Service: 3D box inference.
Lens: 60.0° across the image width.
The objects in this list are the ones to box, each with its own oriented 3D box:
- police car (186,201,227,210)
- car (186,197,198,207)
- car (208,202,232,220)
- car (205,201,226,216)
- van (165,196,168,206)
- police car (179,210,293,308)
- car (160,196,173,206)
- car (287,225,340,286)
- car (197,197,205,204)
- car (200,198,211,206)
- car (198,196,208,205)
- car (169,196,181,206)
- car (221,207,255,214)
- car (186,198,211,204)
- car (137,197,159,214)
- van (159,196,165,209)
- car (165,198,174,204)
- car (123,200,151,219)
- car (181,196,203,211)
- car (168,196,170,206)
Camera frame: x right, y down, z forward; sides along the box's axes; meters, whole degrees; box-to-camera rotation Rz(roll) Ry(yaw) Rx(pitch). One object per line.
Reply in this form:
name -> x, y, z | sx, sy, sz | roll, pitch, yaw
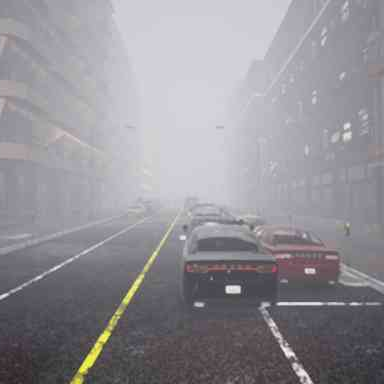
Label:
police car -> 0.805, 1.542, 18.259 | 1.930, 1.638, 5.238 | 0, 0, 0
car -> -0.073, 1.795, 59.663 | 2.097, 1.767, 4.553 | 0, -1, 0
car -> 2.547, 1.759, 31.603 | 1.887, 1.381, 4.507 | 1, 0, 0
car -> 2.539, 1.806, 37.135 | 2.008, 1.369, 4.403 | 1, 0, 0
van -> -5.358, 1.732, 53.779 | 1.690, 1.788, 3.998 | 1, 0, 0
police car -> 0.706, 1.476, 8.257 | 1.930, 1.638, 5.238 | 0, 0, 0
car -> -5.378, 1.857, 70.370 | 2.192, 1.841, 5.009 | 1, -1, 0
car -> 2.576, 1.604, 9.482 | 1.887, 1.381, 4.507 | 1, 0, 0
car -> 2.443, 2.145, 86.913 | 1.967, 1.590, 4.097 | 1, -1, 0
car -> 2.514, 1.930, 64.789 | 1.967, 1.590, 4.097 | 1, -1, 0
car -> 2.460, 1.909, 75.851 | 2.192, 1.841, 5.009 | 1, -1, 0
car -> -2.830, 1.987, 63.972 | 1.837, 1.490, 4.892 | 0, -1, 0
car -> 2.569, 1.622, 15.184 | 1.752, 1.417, 4.829 | 1, 0, 0
car -> 0.796, 1.510, 24.122 | 2.097, 1.767, 4.553 | 0, 0, 0
car -> -5.334, 1.571, 37.190 | 2.192, 1.841, 5.009 | 2, 0, 0
van -> -5.350, 1.685, 48.248 | 1.690, 1.788, 3.998 | 2, 0, 0
car -> -5.399, 2.215, 81.429 | 1.947, 1.339, 4.313 | 1, -1, 0
car -> -5.333, 1.739, 31.487 | 1.752, 1.417, 4.829 | 2, 0, 0
car -> -0.047, 1.540, 45.253 | 2.150, 2.045, 5.566 | 0, 0, 0
car -> -5.371, 1.806, 64.840 | 2.192, 1.841, 5.009 | 1, -1, 0
